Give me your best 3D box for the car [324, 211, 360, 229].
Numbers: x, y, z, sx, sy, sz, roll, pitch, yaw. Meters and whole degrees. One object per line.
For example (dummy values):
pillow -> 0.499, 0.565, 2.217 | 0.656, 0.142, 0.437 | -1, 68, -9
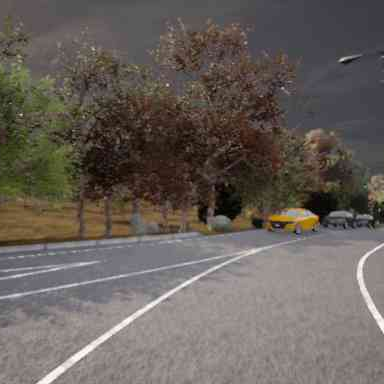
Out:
car -> 13.304, 2.487, 29.893 | 1.837, 1.490, 4.892 | 1, -4, 39

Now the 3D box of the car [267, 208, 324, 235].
car -> 6.513, 1.790, 21.238 | 1.882, 1.535, 5.008 | 1, -2, 39

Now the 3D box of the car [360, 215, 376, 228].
car -> 19.688, 3.357, 38.037 | 1.837, 1.490, 4.892 | 1, -4, 38
